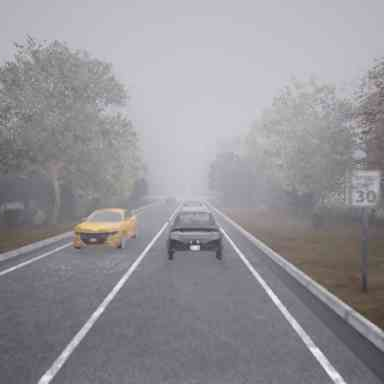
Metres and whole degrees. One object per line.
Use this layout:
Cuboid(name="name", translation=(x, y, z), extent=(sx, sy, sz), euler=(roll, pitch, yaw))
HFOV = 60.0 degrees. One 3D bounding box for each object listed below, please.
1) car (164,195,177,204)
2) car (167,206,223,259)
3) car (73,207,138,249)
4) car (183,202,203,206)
Cuboid(name="car", translation=(-3.575, 1.284, 55.780), extent=(1.837, 1.490, 4.892), euler=(0, 0, 0))
Cuboid(name="car", translation=(0.096, 1.488, 12.642), extent=(2.128, 1.511, 4.902), euler=(0, 0, 0))
Cuboid(name="car", translation=(-3.605, 1.470, 14.633), extent=(1.882, 1.535, 5.008), euler=(0, 0, 0))
Cuboid(name="car", translation=(0.092, 1.535, 30.804), extent=(1.895, 1.301, 4.718), euler=(0, 0, 0))
